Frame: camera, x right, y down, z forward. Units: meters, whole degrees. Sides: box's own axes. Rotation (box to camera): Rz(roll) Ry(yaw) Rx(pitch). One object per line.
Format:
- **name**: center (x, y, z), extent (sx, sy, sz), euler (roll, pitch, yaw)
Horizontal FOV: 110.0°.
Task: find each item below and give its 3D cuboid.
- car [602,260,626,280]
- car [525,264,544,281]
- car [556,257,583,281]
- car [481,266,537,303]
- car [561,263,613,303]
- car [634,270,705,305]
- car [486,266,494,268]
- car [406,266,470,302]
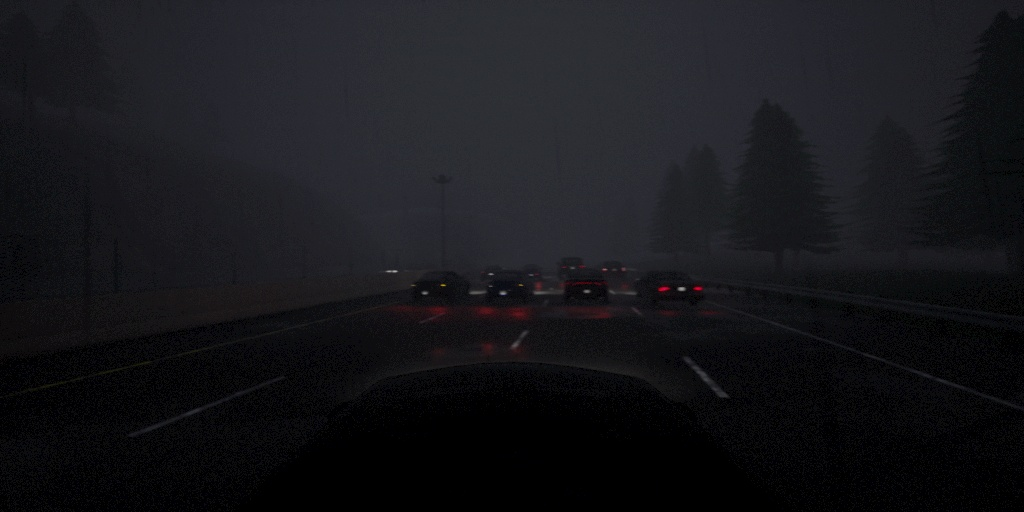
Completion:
- **car**: center (8.771, 1.212, 32.237), extent (2.097, 1.767, 4.553), euler (-1, -1, 5)
- **car**: center (1.820, 1.484, 33.106), extent (1.812, 1.442, 4.674), euler (-1, 0, 5)
- **car**: center (5.278, 1.125, 32.469), extent (2.150, 2.045, 5.566), euler (-1, 0, 5)
- **car**: center (-0.030, 1.393, 17.573), extent (1.812, 1.442, 4.674), euler (-1, 0, 9)
- **car**: center (3.437, 1.297, 17.098), extent (1.882, 1.535, 5.008), euler (-1, 0, 9)
- **car**: center (6.824, 1.315, 16.074), extent (2.033, 1.411, 5.357), euler (-1, 0, 9)
- **car**: center (-1.675, 1.569, 33.326), extent (1.994, 1.385, 4.181), euler (-1, 0, 5)
- **car**: center (-3.487, 1.442, 18.115), extent (1.812, 1.442, 4.674), euler (-1, 0, 9)
